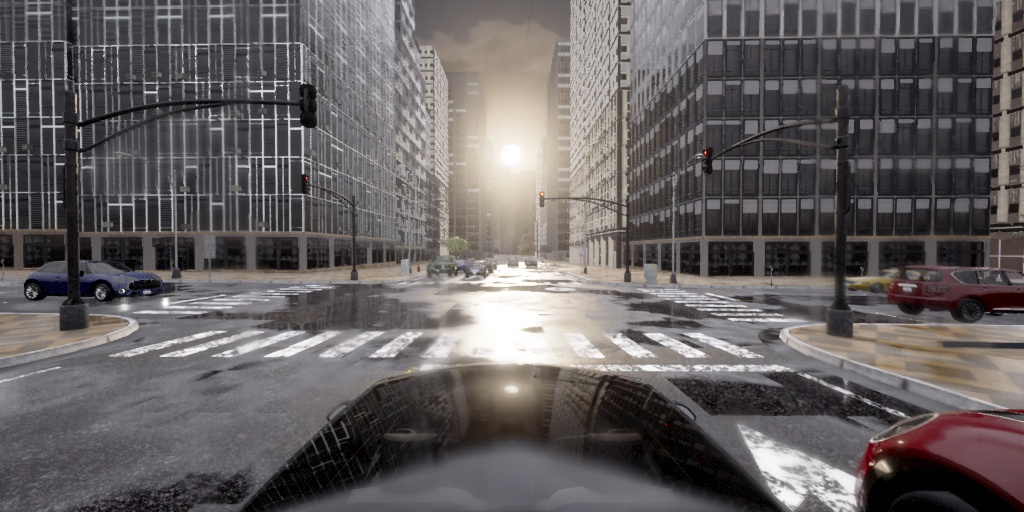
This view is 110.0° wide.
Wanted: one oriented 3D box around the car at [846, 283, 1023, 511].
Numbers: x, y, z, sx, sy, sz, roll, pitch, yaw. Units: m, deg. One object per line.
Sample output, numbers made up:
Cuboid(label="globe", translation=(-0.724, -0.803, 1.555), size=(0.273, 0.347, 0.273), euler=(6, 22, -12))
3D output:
Cuboid(label="car", translation=(3.253, 1.103, 0.394), size=(2.097, 1.767, 4.553), euler=(0, 0, 0))

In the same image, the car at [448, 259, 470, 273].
Cuboid(label="car", translation=(-6.453, 1.201, 44.134), size=(1.882, 1.535, 5.008), euler=(0, 0, 0))

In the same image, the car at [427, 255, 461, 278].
Cuboid(label="car", translation=(-6.479, 0.954, 34.169), size=(2.150, 2.045, 5.566), euler=(0, 0, 0))

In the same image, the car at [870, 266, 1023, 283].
Cuboid(label="car", translation=(16.227, 1.281, 12.505), size=(5.009, 1.841, 2.192), euler=(0, 0, 1))

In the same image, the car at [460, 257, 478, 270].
Cuboid(label="car", translation=(-6.410, 1.065, 53.802), size=(2.097, 1.767, 4.553), euler=(0, 0, 0))

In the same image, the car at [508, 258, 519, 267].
Cuboid(label="car", translation=(0.214, 1.267, 63.346), size=(1.994, 1.385, 4.181), euler=(0, 0, 0))

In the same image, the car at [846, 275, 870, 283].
Cuboid(label="car", translation=(21.866, 1.409, 20.771), size=(4.829, 1.417, 1.751), euler=(0, 0, 1))

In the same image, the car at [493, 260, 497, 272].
Cuboid(label="car", translation=(-3.208, 1.325, 43.207), size=(1.895, 1.301, 4.718), euler=(0, 0, 0))

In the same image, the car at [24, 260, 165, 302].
Cuboid(label="car", translation=(-18.148, 0.971, 15.731), size=(4.553, 1.767, 2.097), euler=(1, 1, 3))

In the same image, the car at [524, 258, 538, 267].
Cuboid(label="car", translation=(3.464, 1.303, 63.364), size=(1.895, 1.301, 4.718), euler=(0, 0, 0))

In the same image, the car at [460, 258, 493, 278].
Cuboid(label="car", translation=(-3.238, 1.224, 33.926), size=(2.128, 1.511, 4.902), euler=(0, 0, 1))

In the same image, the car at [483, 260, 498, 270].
Cuboid(label="car", translation=(-3.163, 1.261, 53.911), size=(2.033, 1.411, 5.357), euler=(0, 0, 0))
